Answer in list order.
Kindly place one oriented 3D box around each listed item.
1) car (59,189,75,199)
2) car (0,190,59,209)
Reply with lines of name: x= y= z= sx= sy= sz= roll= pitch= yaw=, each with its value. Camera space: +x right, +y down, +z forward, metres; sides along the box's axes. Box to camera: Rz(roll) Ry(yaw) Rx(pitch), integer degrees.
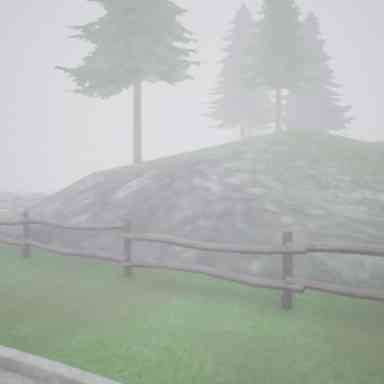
car: x=-23.086 y=0.321 z=57.464 sx=2.128 sy=1.511 sz=4.902 roll=0 pitch=1 yaw=18
car: x=-16.156 y=0.794 z=33.399 sx=1.882 sy=1.535 sz=5.008 roll=0 pitch=1 yaw=18
